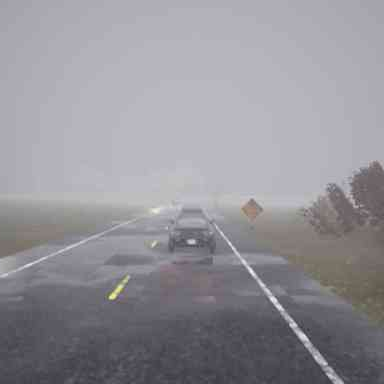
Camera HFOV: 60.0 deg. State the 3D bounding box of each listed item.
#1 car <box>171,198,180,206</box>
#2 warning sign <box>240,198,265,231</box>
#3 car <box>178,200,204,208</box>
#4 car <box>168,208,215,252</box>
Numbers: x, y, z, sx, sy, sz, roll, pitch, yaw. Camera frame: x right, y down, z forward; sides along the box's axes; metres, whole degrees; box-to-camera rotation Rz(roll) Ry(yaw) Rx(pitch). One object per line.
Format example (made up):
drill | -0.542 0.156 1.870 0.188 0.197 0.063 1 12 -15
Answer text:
car | -3.511 2.174 71.801 1.837 1.490 4.892 0 -1 0
warning sign | 3.543 1.297 19.569 1.300 1.860 1.060 0 -1 0
car | 0.001 1.753 29.483 1.882 1.535 5.008 0 0 0
car | 0.003 1.660 14.392 1.812 1.442 4.674 0 0 0
